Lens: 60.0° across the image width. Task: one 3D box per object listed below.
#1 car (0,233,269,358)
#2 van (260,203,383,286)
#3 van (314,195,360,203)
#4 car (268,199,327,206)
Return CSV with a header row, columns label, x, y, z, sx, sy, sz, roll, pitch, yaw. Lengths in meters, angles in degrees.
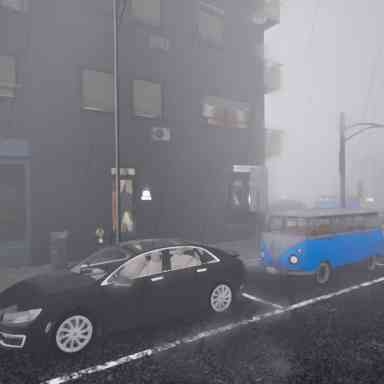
label,x,y,z,sx,sy,sz,roll,pitch,yaw
car,-0.960,1.550,5.883,4.403,1.369,2.008,0,-1,-35
van,3.602,1.339,9.133,3.998,1.788,1.690,0,-1,-35
van,12.850,1.201,29.763,1.690,1.788,3.998,-1,1,-35
car,7.928,1.540,26.694,1.895,1.301,4.718,-1,1,-38
